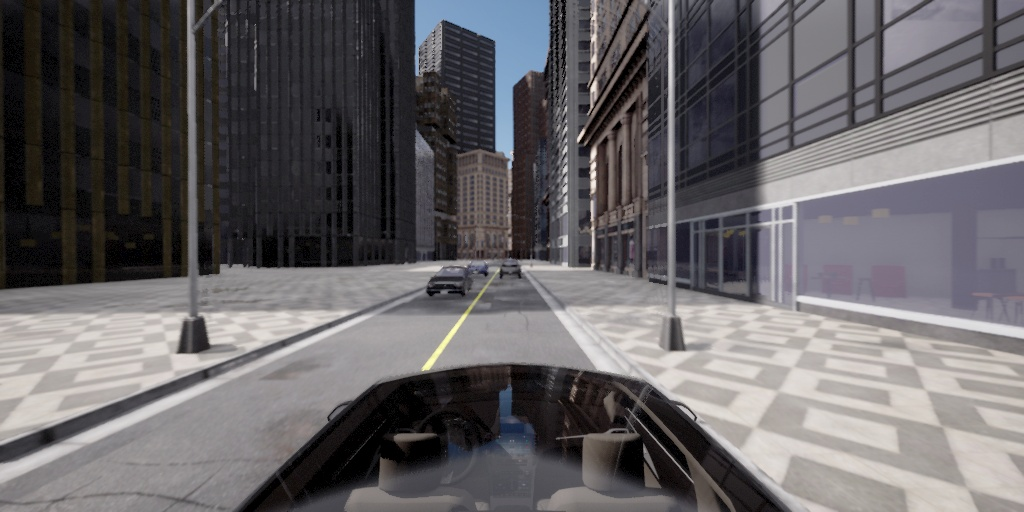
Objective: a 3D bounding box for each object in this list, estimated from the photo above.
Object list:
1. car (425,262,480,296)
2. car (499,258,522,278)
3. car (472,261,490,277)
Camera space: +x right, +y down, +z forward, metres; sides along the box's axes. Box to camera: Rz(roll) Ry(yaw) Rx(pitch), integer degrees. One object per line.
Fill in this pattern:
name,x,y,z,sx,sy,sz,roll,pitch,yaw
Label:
car,-3.092,1.258,18.907,2.033,1.411,5.357,0,0,0
car,-0.123,1.124,31.587,2.128,1.511,4.902,0,0,0
car,-3.183,1.158,34.108,1.812,1.442,4.674,0,0,0
